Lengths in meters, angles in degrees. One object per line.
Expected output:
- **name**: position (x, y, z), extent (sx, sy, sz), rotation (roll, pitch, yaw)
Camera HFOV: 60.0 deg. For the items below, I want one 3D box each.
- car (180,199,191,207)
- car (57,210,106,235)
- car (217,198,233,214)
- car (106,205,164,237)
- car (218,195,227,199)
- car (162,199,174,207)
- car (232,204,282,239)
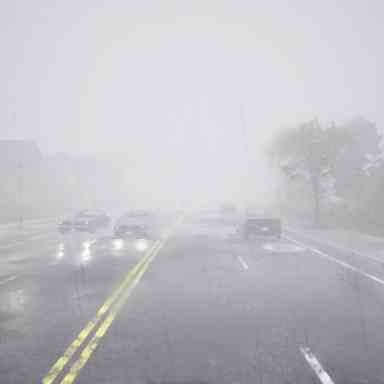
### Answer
- **car**: position (-1.154, 2.046, 61.572), extent (2.033, 1.411, 5.357), rotation (0, 0, 4)
- **car**: position (-6.356, 1.761, 20.144), extent (1.895, 1.301, 4.718), rotation (0, 0, 1)
- **car**: position (4.275, 1.850, 40.289), extent (1.812, 1.442, 4.674), rotation (0, 0, 3)
- **car**: position (-3.125, 1.704, 19.469), extent (2.033, 1.411, 5.357), rotation (0, 0, 1)
- **car**: position (7.784, 2.279, 90.153), extent (1.994, 1.385, 4.181), rotation (0, 0, 6)
- **car**: position (-4.394, 1.998, 61.861), extent (2.128, 1.511, 4.902), rotation (0, 0, 4)
- **car**: position (3.554, 1.629, 18.387), extent (1.882, 1.535, 5.008), rotation (0, 0, 1)
